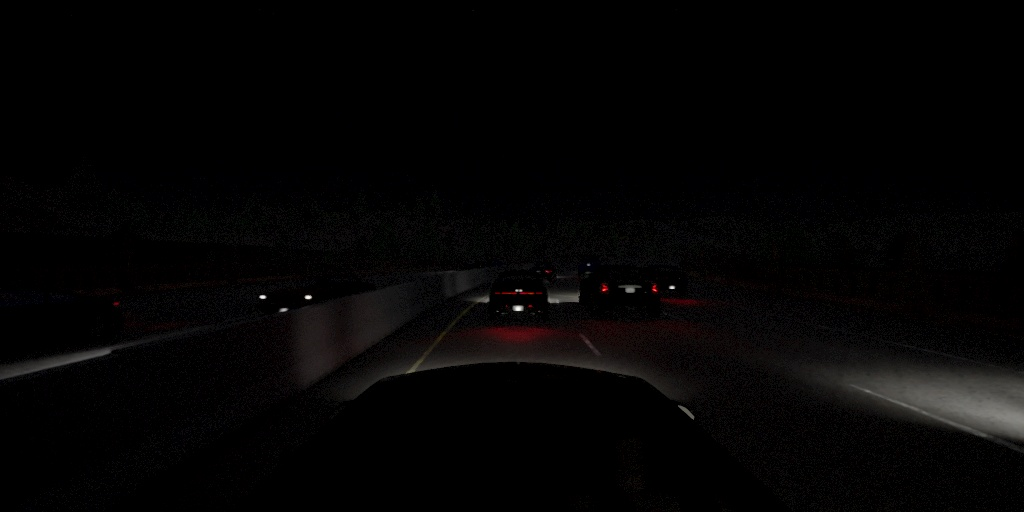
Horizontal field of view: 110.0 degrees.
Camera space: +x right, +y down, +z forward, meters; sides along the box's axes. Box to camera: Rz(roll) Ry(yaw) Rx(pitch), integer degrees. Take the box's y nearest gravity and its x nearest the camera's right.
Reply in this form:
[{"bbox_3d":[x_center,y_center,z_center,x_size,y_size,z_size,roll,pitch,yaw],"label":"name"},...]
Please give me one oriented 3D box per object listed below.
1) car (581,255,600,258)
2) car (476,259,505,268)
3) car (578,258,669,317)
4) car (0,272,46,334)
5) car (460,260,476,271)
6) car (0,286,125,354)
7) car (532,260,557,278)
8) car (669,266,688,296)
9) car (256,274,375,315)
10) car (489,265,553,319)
[{"bbox_3d":[8.151,0.922,36.825,2.150,2.045,5.566,0,0,18],"label":"car"},{"bbox_3d":[-2.558,1.219,48.507,1.882,1.535,5.008,0,0,23],"label":"car"},{"bbox_3d":[3.815,1.093,13.384,2.097,1.767,4.553,0,0,3],"label":"car"},{"bbox_3d":[-14.004,1.225,7.520,1.882,1.535,5.008,0,0,1],"label":"car"},{"bbox_3d":[-5.542,1.280,50.443,1.812,1.442,4.674,0,0,23],"label":"car"},{"bbox_3d":[-10.503,1.312,6.996,1.994,1.385,4.181,0,0,1],"label":"car"},{"bbox_3d":[2.736,1.270,30.668,2.033,1.411,5.357,0,0,14],"label":"car"},{"bbox_3d":[7.854,1.232,19.367,1.837,1.490,4.892,0,0,7],"label":"car"},{"bbox_3d":[-6.892,1.347,13.189,1.895,1.301,4.718,0,0,3],"label":"car"},{"bbox_3d":[0.266,1.248,12.694,1.837,1.490,4.892,0,0,2],"label":"car"}]
